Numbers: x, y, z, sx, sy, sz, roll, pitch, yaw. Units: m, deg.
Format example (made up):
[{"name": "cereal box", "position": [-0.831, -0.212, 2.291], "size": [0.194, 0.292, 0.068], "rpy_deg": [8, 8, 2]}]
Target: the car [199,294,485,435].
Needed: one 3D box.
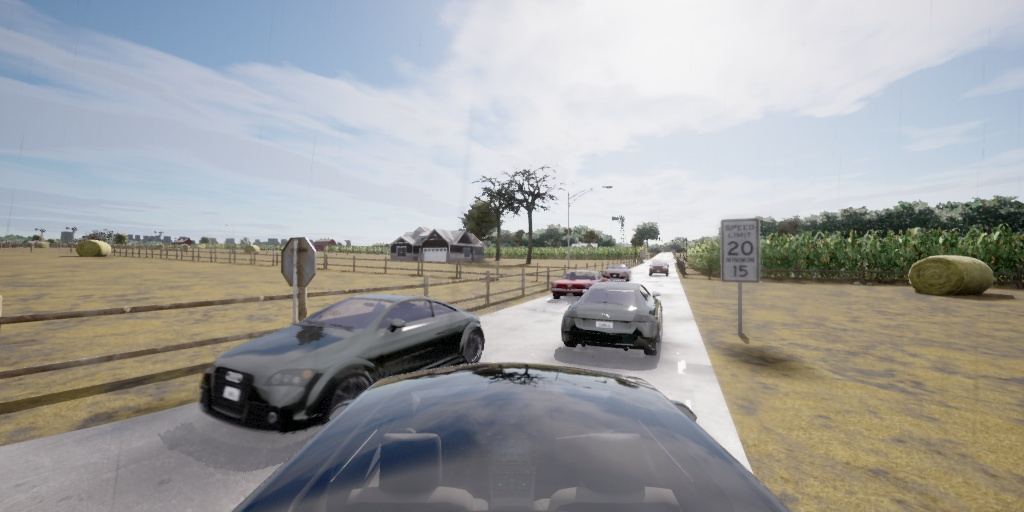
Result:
[{"name": "car", "position": [-2.171, 1.327, 5.707], "size": [1.994, 1.385, 4.181], "rpy_deg": [0, 0, 27]}]

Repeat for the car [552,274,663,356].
[{"name": "car", "position": [2.630, 1.326, 8.886], "size": [1.994, 1.385, 4.181], "rpy_deg": [0, 0, 24]}]

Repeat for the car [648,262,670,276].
[{"name": "car", "position": [15.517, 1.341, 37.850], "size": [1.812, 1.442, 4.674], "rpy_deg": [0, 0, 24]}]

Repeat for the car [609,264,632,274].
[{"name": "car", "position": [8.859, 1.373, 29.926], "size": [1.994, 1.385, 4.181], "rpy_deg": [0, 0, 25]}]

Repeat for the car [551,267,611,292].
[{"name": "car", "position": [3.416, 1.389, 17.686], "size": [1.895, 1.301, 4.718], "rpy_deg": [0, 0, 24]}]
